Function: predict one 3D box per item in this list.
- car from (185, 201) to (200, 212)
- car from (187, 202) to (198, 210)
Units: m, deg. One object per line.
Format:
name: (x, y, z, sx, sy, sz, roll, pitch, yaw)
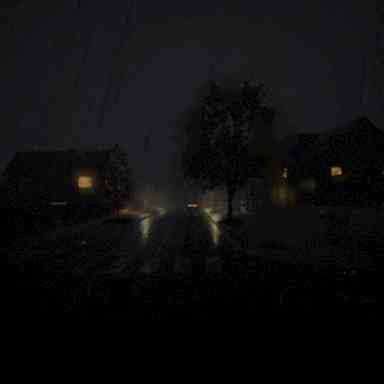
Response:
car: (0.095, 2.137, 49.101, 2.128, 1.511, 4.902, 0, -1, 0)
car: (0.021, 2.412, 59.527, 1.895, 1.301, 4.718, 0, -1, 0)
